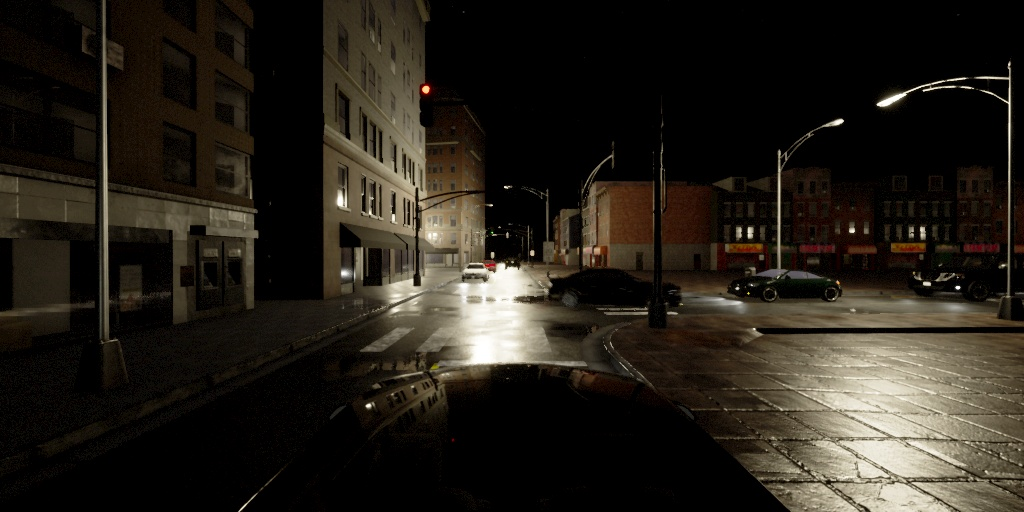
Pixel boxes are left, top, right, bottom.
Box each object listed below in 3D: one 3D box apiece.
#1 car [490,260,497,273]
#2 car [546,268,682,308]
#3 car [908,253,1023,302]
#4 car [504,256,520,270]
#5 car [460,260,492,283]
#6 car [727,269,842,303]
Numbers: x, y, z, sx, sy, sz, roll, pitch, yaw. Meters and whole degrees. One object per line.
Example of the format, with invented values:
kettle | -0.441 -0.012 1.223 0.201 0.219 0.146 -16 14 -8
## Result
car | -2.843 1.235 42.651 1.882 1.535 5.008 0 0 0
car | 3.848 1.215 13.974 5.008 1.535 1.882 0 1 19
car | 21.317 0.884 16.051 5.566 2.045 2.150 0 0 0
car | 0.062 0.984 53.167 2.150 2.045 5.566 0 0 0
car | -2.859 1.278 28.535 1.812 1.442 4.674 0 0 0
car | 12.039 1.261 15.999 4.181 1.385 1.994 0 0 0
